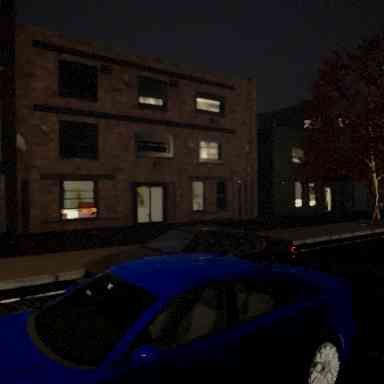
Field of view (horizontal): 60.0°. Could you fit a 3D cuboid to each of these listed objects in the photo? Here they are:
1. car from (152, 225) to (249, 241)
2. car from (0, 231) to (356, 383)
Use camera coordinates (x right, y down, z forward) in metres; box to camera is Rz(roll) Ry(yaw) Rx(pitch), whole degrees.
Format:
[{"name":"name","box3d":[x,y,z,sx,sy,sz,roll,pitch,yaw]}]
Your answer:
[{"name":"car","box3d":[0.224,1.528,7.836,5.357,1.411,2.033,0,0,-35]},{"name":"car","box3d":[-0.298,1.471,3.473,5.008,1.535,1.882,0,0,-35]}]
